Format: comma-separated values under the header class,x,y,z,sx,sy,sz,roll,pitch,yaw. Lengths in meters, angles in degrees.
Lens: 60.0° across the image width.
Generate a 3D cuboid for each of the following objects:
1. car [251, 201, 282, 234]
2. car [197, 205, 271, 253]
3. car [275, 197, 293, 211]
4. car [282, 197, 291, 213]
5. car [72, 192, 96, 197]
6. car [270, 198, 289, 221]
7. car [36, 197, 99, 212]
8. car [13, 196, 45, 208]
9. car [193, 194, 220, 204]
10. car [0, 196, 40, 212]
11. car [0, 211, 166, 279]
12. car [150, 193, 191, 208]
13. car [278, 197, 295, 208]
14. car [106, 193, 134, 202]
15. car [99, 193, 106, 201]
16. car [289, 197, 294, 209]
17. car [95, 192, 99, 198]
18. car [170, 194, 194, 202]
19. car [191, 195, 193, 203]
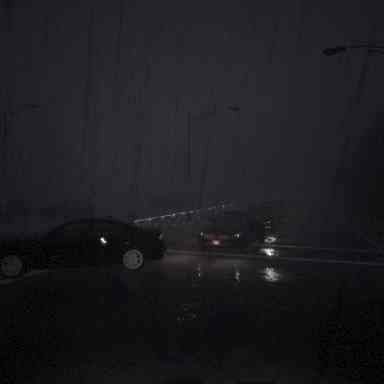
class,x,y,z,sx,sy,sz,roll,pitch,yaw
car,3.972,1.490,19.294,1.837,1.490,4.892,0,0,19
car,1.822,1.514,13.886,1.812,1.442,4.674,0,0,24
car,11.683,1.483,42.094,1.837,1.490,4.892,0,0,19
car,7.766,1.486,30.501,1.837,1.490,4.892,0,0,19
car,-18.433,1.249,53.738,4.514,1.523,2.007,0,0,18
car,5.885,1.475,24.939,2.128,1.511,4.902,0,0,19
car,-9.021,1.356,24.205,3.633,1.501,1.845,0,0,18
car,-21.672,1.273,44.284,3.633,1.501,1.845,0,0,18
car,1.693,1.125,56.772,5.027,1.636,2.152,0,0,19
car,-15.098,1.356,29.404,3.806,1.475,1.970,0,0,19
car,-3.278,1.475,9.864,5.008,1.535,1.882,0,0,-15
car,-2.942,1.074,41.767,4.605,1.855,1.932,0,0,18
car,13.567,1.468,47.669,2.128,1.511,4.902,0,0,19
car,-13.771,1.046,65.311,4.605,1.855,1.932,0,0,18
car,-20.173,1.014,70.943,3.866,1.878,1.905,0,0,18
car,9.808,1.544,36.539,1.994,1.385,4.181,0,0,19
car,-21.816,1.298,67.989,3.806,1.475,1.970,0,0,19
car,-2.065,1.257,68.682,4.514,1.523,2.007,0,0,18
car,-2.402,1.052,44.651,3.866,1.878,1.905,0,0,18
